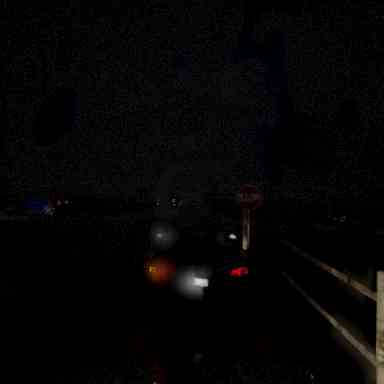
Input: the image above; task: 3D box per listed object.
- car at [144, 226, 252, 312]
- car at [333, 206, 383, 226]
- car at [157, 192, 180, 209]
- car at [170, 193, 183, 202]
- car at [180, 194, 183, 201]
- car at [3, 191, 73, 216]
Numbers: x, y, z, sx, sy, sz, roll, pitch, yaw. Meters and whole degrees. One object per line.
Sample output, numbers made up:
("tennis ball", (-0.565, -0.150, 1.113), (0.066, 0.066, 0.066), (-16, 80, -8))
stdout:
("car", (0.111, 1.469, 7.609), (1.994, 1.385, 4.181), (0, 1, 0))
("car", (12.641, 1.759, 23.786), (4.892, 1.490, 1.837), (2, 1, -2))
("car", (-2.730, 0.906, 37.471), (2.097, 1.767, 4.553), (0, 1, -1))
("car", (-2.673, 0.886, 58.029), (1.994, 1.385, 4.181), (0, 1, 0))
("car", (-2.730, 0.926, 47.811), (2.128, 1.511, 4.902), (0, 1, 0))
("car", (-10.880, 0.691, 23.523), (4.553, 1.767, 2.097), (2, 1, 9))
